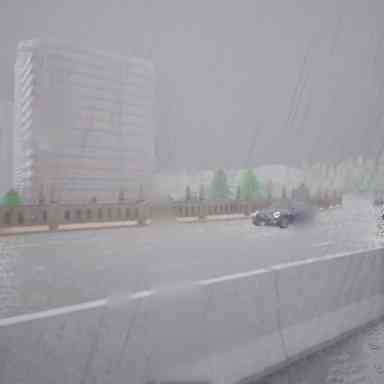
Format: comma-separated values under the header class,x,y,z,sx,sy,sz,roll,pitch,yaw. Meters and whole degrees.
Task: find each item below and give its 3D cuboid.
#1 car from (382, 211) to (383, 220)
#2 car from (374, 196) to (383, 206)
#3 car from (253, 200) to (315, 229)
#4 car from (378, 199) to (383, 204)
class,x,y,z,sx,sy,sz,roll,pitch,yaw
car,11.836,1.512,17.286,4.674,1.442,1.812,0,0,-41
car,31.209,1.473,54.745,1.837,1.490,4.892,0,0,24
car,5.984,1.339,21.548,4.553,1.767,2.097,0,0,-40
car,16.912,1.505,26.897,1.812,1.442,4.674,0,0,43
